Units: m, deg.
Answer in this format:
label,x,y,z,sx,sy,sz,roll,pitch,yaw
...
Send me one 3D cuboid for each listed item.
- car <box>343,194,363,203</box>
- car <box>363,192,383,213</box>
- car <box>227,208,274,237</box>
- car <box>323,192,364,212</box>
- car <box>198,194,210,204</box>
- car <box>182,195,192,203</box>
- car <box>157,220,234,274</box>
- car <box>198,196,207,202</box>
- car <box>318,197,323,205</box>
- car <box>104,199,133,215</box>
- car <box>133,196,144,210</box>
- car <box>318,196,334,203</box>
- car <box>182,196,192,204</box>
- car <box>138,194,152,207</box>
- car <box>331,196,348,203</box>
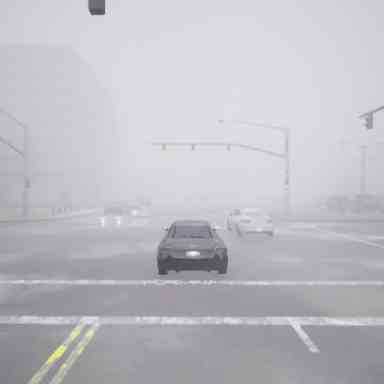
label,x,y,z,sx,sy,sz,roll,pitch,yaw
car,33.490,1.343,69.424,1.932,1.855,4.605,0,0,0
car,19.536,1.257,36.764,1.905,1.878,3.866,0,0,0
car,3.110,1.576,18.245,1.812,1.442,4.674,0,0,-3
car,16.641,1.254,36.809,1.932,1.855,4.605,0,0,0
car,2.398,1.404,66.413,2.150,2.045,5.566,0,0,0
car,-1.161,1.558,75.458,2.128,1.511,4.902,0,0,0
car,-0.025,1.594,10.750,1.994,1.385,4.181,0,0,-1
car,2.339,1.586,75.481,1.994,1.385,4.181,0,0,0
car,22.189,1.544,54.238,1.970,1.475,3.806,0,0,0
car,-7.998,1.576,35.558,1.882,1.535,5.008,0,0,0
car,-8.048,1.649,44.838,1.812,1.442,4.674,0,0,0
car,27.911,1.585,69.357,1.970,1.475,3.806,0,0,0
car,-1.101,1.783,66.386,1.895,1.301,4.718,0,0,0
car,-8.056,1.374,55.492,2.150,2.045,5.566,0,0,0
car,30.806,1.553,69.365,1.784,1.438,3.905,0,0,0
